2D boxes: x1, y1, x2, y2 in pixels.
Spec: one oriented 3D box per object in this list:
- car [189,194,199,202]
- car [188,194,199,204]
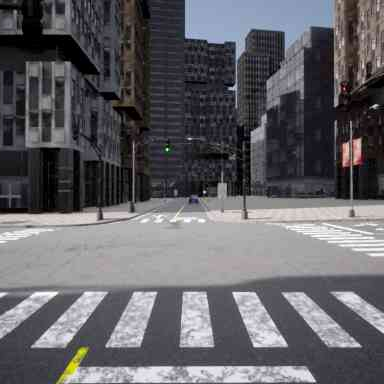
[{"bbox_3d":[0.384,1.315,73.368,2.097,1.767,4.553,0,0,1],"label":"car"},{"bbox_3d":[0.290,1.538,62.944,1.882,1.535,5.008,0,0,1],"label":"car"}]
